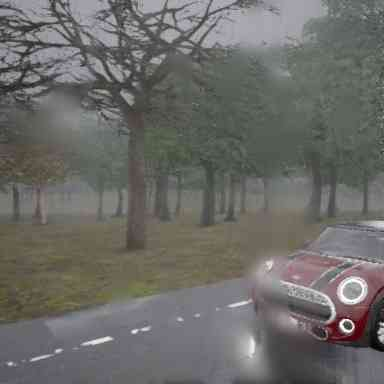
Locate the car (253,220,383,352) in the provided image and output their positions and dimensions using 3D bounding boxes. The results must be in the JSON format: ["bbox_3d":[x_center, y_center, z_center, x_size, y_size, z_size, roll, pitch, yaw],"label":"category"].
[{"bbox_3d":[3.290,1.371,6.342,4.553,1.767,2.097,0,0,-36],"label":"car"}]
